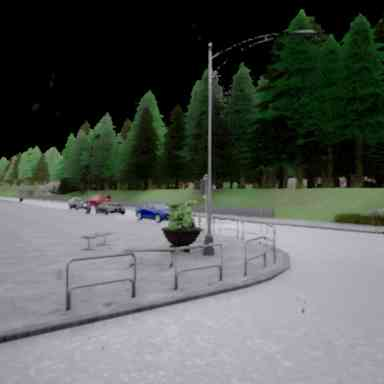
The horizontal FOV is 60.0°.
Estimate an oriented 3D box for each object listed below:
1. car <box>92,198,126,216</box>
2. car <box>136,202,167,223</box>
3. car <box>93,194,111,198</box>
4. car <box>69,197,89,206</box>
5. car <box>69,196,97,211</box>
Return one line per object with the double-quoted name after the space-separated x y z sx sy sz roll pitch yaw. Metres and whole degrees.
-8.530 1.675 34.798 1.994 1.385 4.181 1 0 -35 "car"
-2.742 1.588 26.670 1.882 1.535 5.008 1 0 -35 "car"
-13.545 1.368 48.978 2.150 2.045 5.566 1 0 -35 "car"
-19.545 1.624 57.317 1.882 1.535 5.008 1 0 -35 "car"
-14.524 1.603 43.248 2.128 1.511 4.902 1 0 -35 "car"
